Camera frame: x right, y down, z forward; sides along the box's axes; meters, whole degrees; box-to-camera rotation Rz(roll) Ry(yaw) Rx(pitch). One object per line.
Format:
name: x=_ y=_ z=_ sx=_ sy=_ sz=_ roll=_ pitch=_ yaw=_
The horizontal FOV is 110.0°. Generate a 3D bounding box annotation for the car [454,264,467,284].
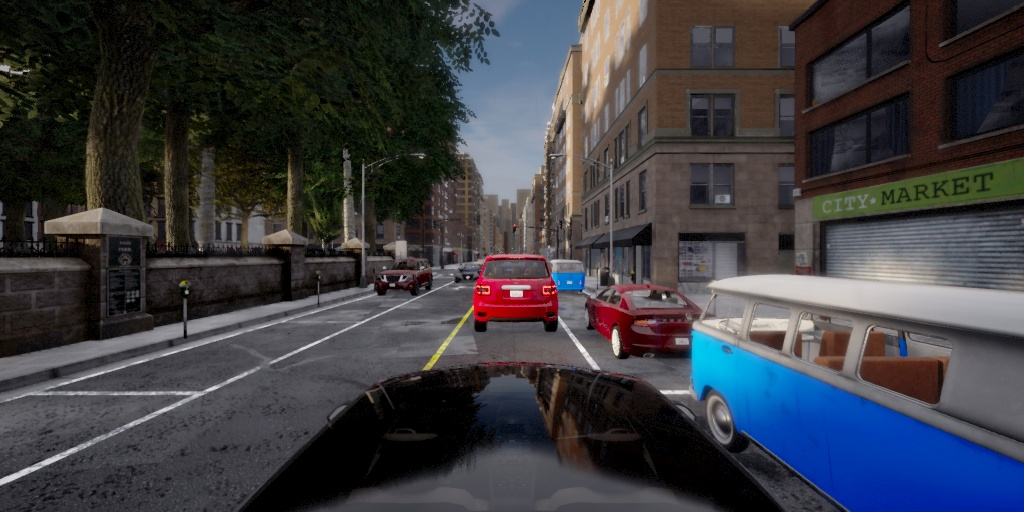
car: x=-3.043 y=1.304 z=26.776 sx=1.994 sy=1.385 sz=4.181 roll=0 pitch=0 yaw=1

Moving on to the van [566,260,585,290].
van: x=2.849 y=1.086 z=19.560 sx=1.690 sy=1.789 sz=3.998 roll=0 pitch=0 yaw=0

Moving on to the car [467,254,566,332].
car: x=0.093 y=0.970 z=10.997 sx=2.150 sy=2.045 sz=5.566 roll=0 pitch=0 yaw=0

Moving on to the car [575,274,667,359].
car: x=2.854 y=1.294 z=8.239 sx=1.888 sy=1.381 sz=4.507 roll=0 pitch=0 yaw=0

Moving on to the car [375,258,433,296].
car: x=-5.676 y=1.059 z=19.516 sx=2.192 sy=1.841 sz=5.009 roll=0 pitch=0 yaw=0

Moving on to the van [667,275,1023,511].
van: x=2.856 y=1.091 z=2.578 sx=1.690 sy=1.789 sz=3.998 roll=0 pitch=0 yaw=0
